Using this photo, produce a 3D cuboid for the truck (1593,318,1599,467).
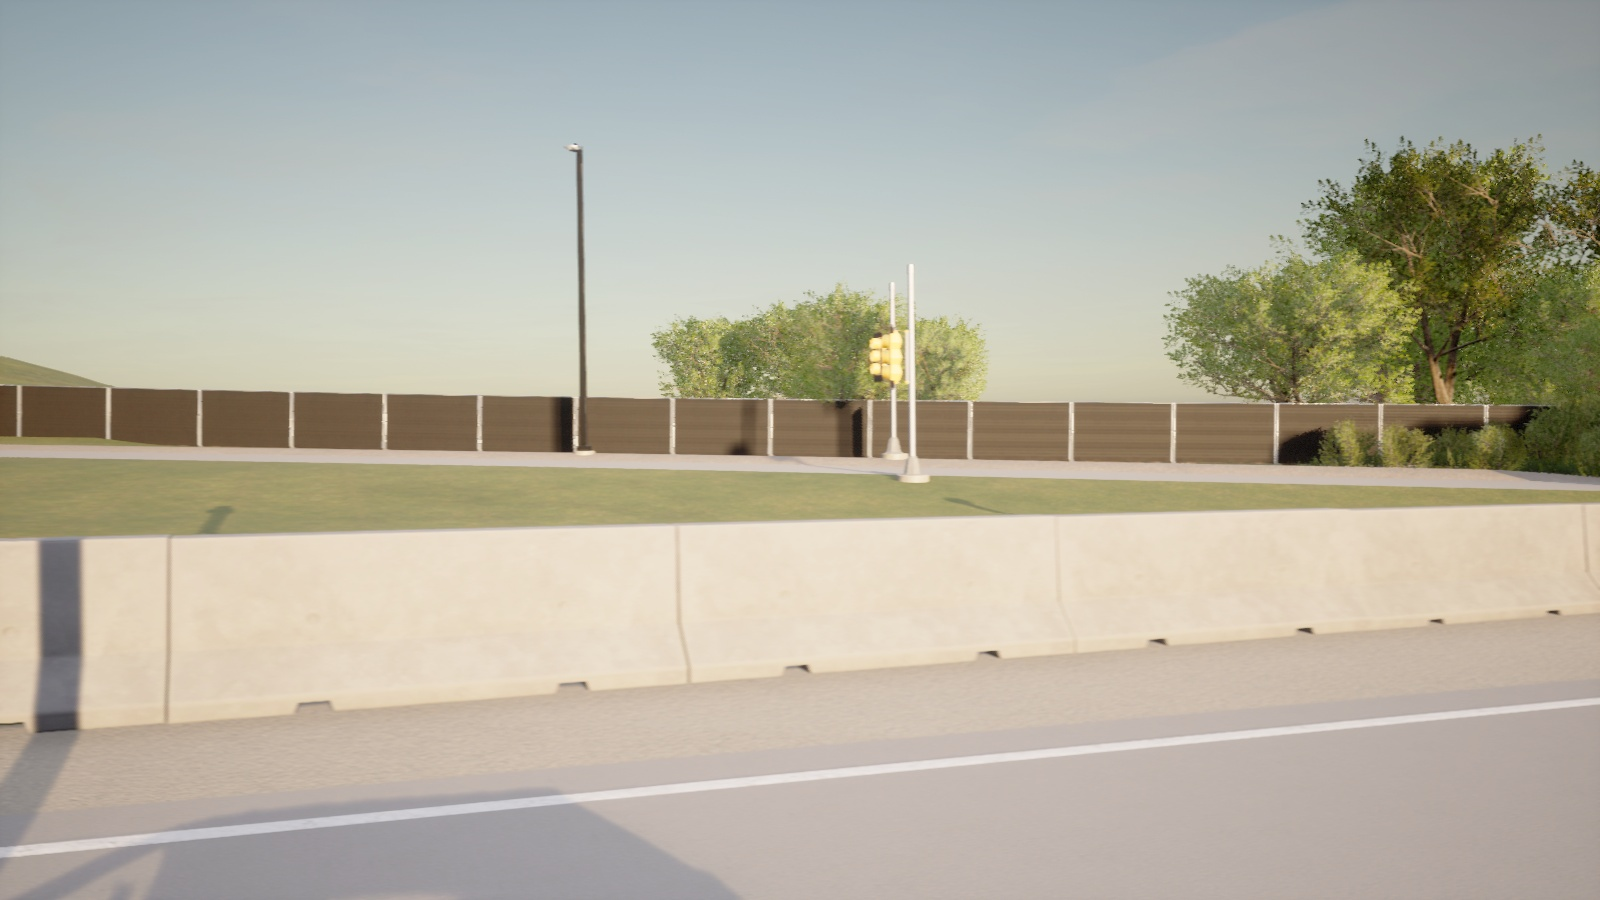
[{"bbox_3d":[24.653,-1.445,30.758,8.468,3.827,2.891,0,2,3],"label":"truck"}]
